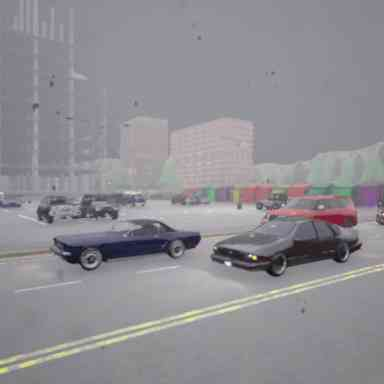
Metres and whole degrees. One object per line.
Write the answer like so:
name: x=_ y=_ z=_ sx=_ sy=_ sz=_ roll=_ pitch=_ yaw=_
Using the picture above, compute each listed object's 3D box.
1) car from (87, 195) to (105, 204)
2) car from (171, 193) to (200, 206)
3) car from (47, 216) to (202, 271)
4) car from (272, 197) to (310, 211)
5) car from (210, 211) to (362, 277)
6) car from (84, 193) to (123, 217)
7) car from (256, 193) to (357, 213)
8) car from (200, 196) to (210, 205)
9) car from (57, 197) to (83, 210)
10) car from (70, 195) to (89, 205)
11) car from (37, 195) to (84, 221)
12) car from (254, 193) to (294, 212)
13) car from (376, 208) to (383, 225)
car: x=-16.716 y=1.299 z=58.023 sx=1.784 sy=1.438 sz=3.905 roll=0 pitch=0 yaw=-36
car: x=-1.288 y=1.081 z=50.600 sx=1.932 sy=1.855 sz=4.605 roll=0 pitch=0 yaw=-36
car: x=-2.089 y=1.587 z=11.030 sx=4.718 sy=1.301 sz=1.895 roll=0 pitch=0 yaw=-35
car: x=11.281 y=1.326 z=38.035 sx=1.970 sy=1.475 sz=3.806 roll=0 pitch=0 yaw=-36
car: x=3.163 y=1.528 z=10.403 sx=5.357 sy=1.411 sz=2.033 roll=0 pitch=0 yaw=-34
car: x=-7.023 y=1.128 z=24.917 sx=1.905 sy=1.878 sz=3.866 roll=0 pitch=0 yaw=-36
car: x=5.967 y=1.190 z=16.552 sx=5.566 sy=2.045 sz=2.150 roll=0 pitch=0 yaw=-34
car: x=1.106 y=1.286 z=52.233 sx=1.784 sy=1.438 sz=3.905 roll=0 pitch=0 yaw=-36
car: x=-14.981 y=1.354 z=40.700 sx=1.970 sy=1.475 sz=3.806 roll=0 pitch=0 yaw=-36
car: x=-19.072 y=1.336 z=56.340 sx=1.970 sy=1.475 sz=3.806 roll=0 pitch=0 yaw=-36
car: x=-9.409 y=1.131 z=23.278 sx=1.932 sy=1.855 sz=4.605 roll=0 pitch=0 yaw=-36
car: x=8.919 y=1.092 z=36.360 sx=1.905 sy=1.878 sz=3.866 roll=0 pitch=0 yaw=-36
car: x=11.229 y=1.455 z=15.877 sx=4.902 sy=1.511 sz=2.128 roll=0 pitch=0 yaw=-34
